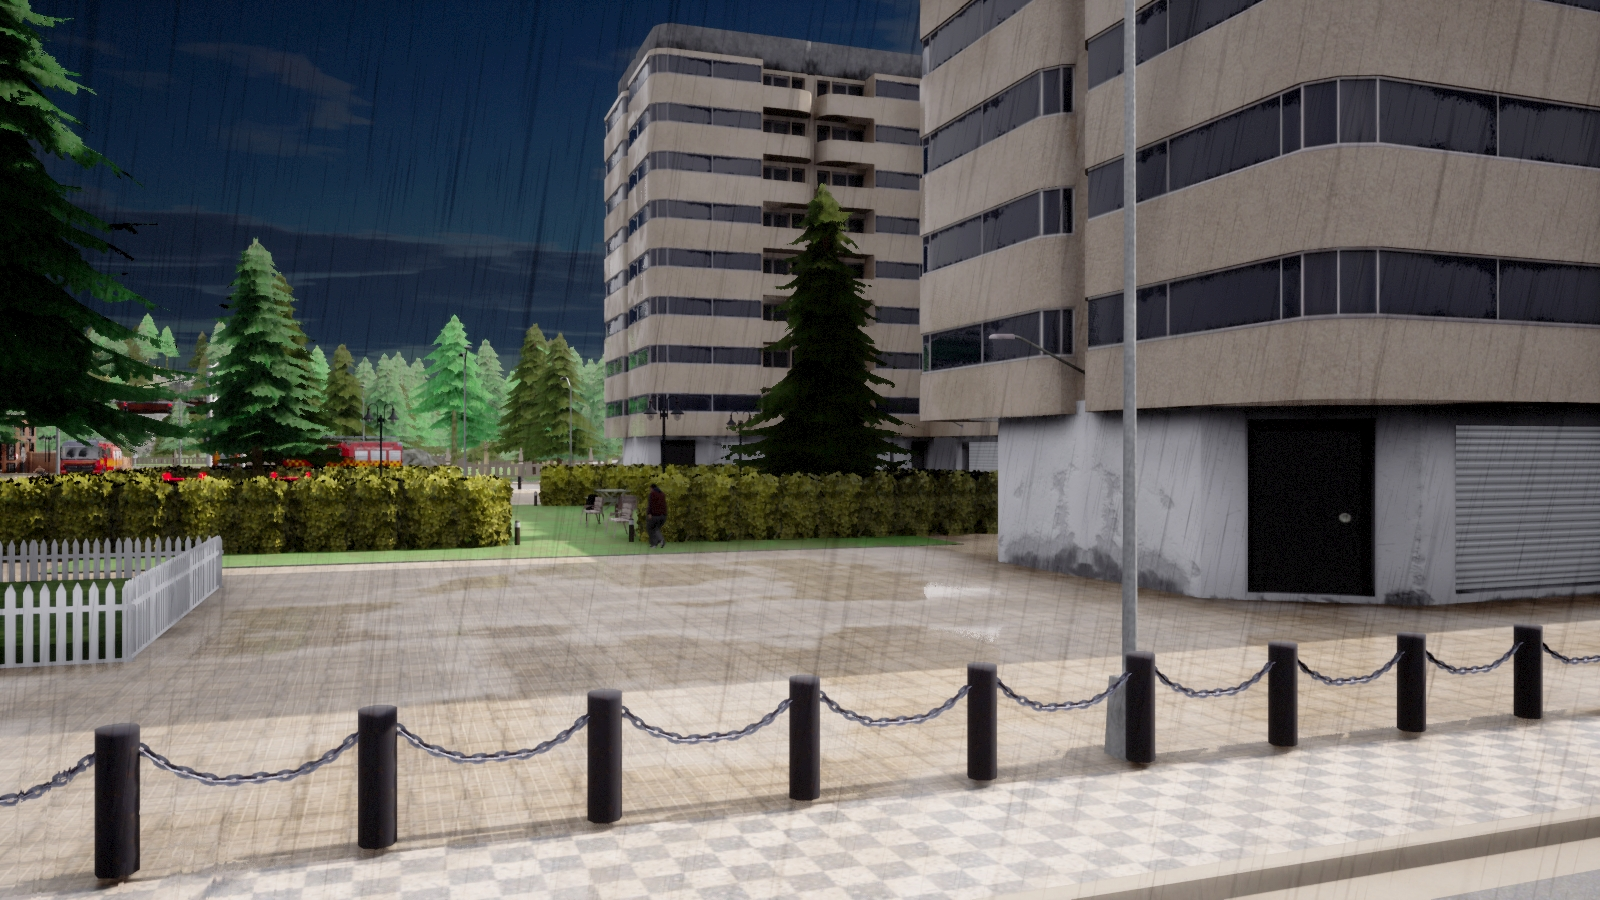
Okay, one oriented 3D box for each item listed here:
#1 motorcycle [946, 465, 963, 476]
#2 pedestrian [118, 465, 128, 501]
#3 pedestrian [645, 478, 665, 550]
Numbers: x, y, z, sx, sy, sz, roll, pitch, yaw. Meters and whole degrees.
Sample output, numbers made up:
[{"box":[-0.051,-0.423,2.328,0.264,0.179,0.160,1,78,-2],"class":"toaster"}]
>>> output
[{"box":[16.084,2.131,119.009,0.803,1.199,2.033,0,0,-20],"class":"motorcycle"},{"box":[-35.120,1.695,59.272,0.375,1.860,0.375,0,0,-22],"class":"pedestrian"},{"box":[-3.813,1.677,30.142,0.375,1.860,0.375,0,0,-43],"class":"pedestrian"}]
